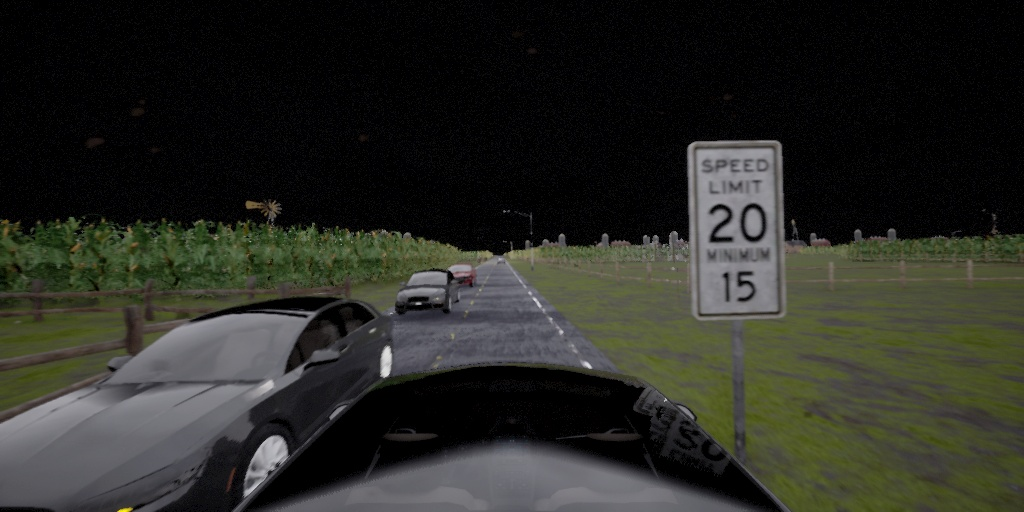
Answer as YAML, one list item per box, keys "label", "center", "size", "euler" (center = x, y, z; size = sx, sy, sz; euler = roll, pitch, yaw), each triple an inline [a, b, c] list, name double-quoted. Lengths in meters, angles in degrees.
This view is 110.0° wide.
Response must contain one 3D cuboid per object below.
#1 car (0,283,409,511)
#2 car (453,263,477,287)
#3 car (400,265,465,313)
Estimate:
- label: "car"
  center: [-2.841, 1.317, 4.224]
  size: [1.837, 1.490, 4.892]
  euler: [-1, 0, -2]
- label: "car"
  center: [-3.464, 1.268, 24.633]
  size: [1.882, 1.535, 5.008]
  euler: [-1, 0, -2]
- label: "car"
  center: [-3.150, 1.307, 14.167]
  size: [1.837, 1.490, 4.892]
  euler: [-1, 0, -2]
